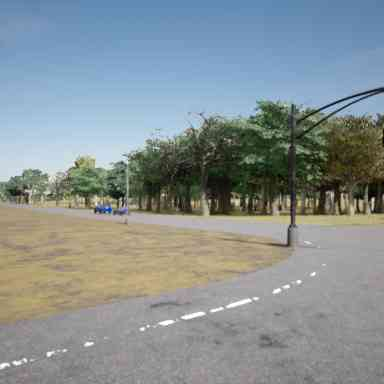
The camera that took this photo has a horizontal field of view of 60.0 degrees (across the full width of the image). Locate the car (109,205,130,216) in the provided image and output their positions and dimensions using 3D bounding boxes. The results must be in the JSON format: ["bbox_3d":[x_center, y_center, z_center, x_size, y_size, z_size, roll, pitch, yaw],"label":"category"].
[{"bbox_3d":[-12.077,3.258,56.992,1.812,1.442,4.674,1,-2,-33],"label":"car"}]

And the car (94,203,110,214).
[{"bbox_3d":[-17.575,3.245,65.398,2.150,2.045,5.566,1,-2,-33],"label":"car"}]
